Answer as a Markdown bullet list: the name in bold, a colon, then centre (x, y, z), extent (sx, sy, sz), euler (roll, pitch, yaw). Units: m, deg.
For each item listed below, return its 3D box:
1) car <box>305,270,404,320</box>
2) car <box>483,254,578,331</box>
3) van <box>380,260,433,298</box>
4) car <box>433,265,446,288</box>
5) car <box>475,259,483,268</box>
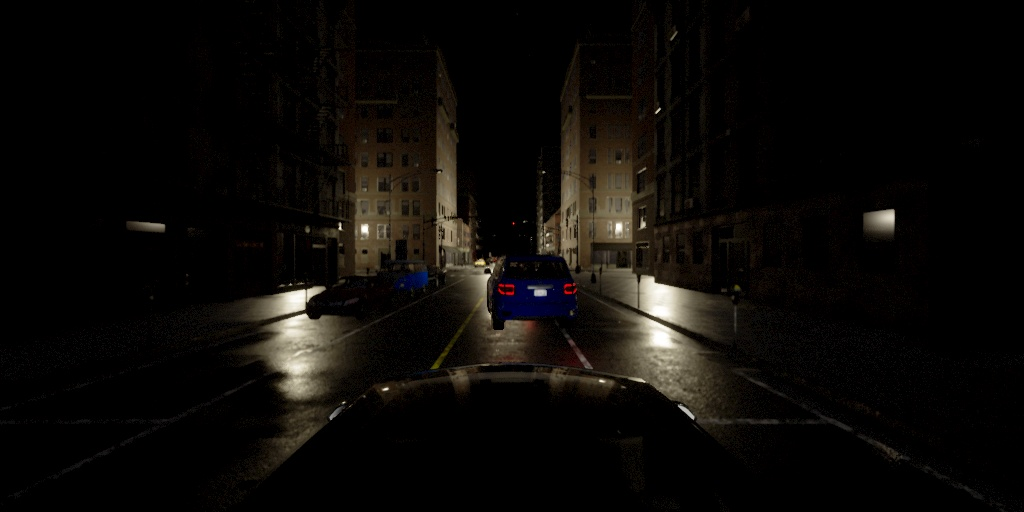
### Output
- **car**: centre (-5.397, 1.325, 12.529), extent (1.802, 1.307, 4.207), euler (0, 0, 0)
- **car**: centre (0.374, 0.966, 11.180), extent (2.150, 2.045, 5.566), euler (0, 0, -6)
- **van**: centre (-5.397, 1.080, 17.935), extent (1.690, 1.789, 3.998), euler (0, 0, 0)
- **car**: centre (-5.397, 1.287, 23.342), extent (2.007, 1.370, 4.403), euler (0, 0, 0)
- **car**: centre (-5.406, 1.238, 61.135), extent (1.751, 1.417, 4.829), euler (0, 0, 0)
